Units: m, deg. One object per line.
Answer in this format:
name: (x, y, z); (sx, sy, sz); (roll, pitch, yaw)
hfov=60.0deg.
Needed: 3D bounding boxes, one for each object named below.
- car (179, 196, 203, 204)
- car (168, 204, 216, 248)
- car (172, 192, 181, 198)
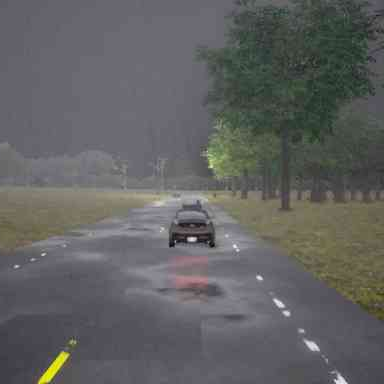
car: (0.001, 1.361, 29.653); (1.882, 1.535, 5.008); (0, 0, 0)
car: (0.001, 1.480, 14.652); (1.837, 1.490, 4.892); (0, 0, 0)
car: (-3.499, 0.679, 75.957); (2.033, 1.411, 5.357); (0, 1, 0)
